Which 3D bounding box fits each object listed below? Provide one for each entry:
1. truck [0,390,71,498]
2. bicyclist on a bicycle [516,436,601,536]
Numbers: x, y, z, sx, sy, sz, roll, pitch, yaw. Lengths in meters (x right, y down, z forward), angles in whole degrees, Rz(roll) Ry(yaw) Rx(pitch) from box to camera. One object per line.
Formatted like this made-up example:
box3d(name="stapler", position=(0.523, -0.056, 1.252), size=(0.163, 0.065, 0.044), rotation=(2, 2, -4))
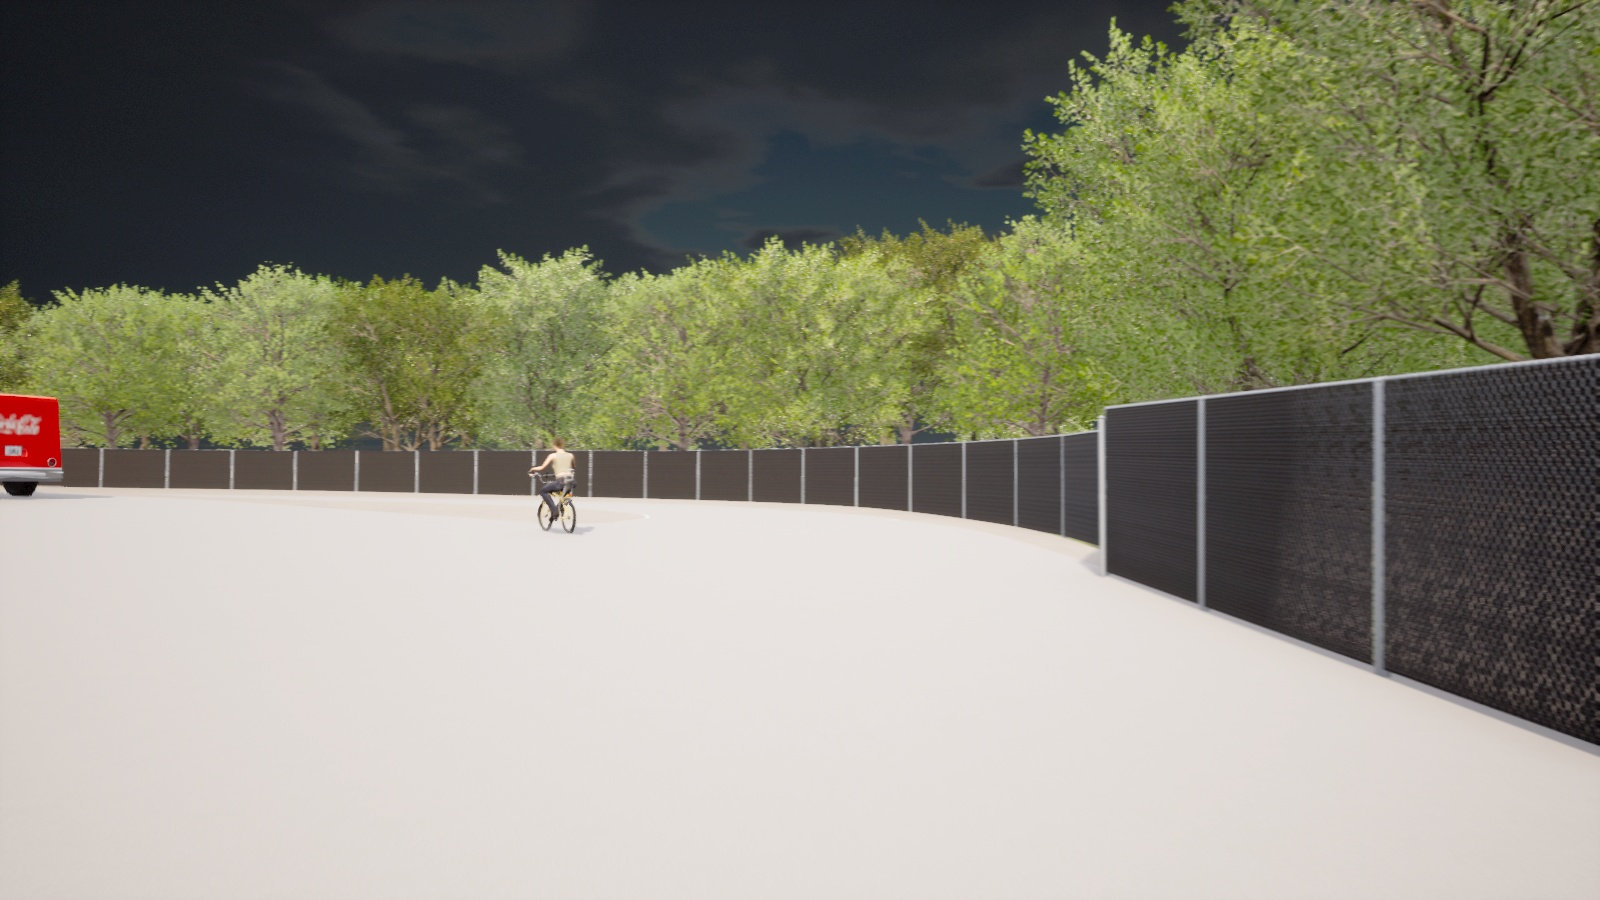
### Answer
box3d(name="truck", position=(-20.505, -0.167, 30.112), size=(5.204, 2.467, 2.627), rotation=(1, -1, 24))
box3d(name="bicyclist on a bicycle", position=(-4.079, 0.586, 21.144), size=(0.866, 1.612, 1.509), rotation=(0, -1, -35))
